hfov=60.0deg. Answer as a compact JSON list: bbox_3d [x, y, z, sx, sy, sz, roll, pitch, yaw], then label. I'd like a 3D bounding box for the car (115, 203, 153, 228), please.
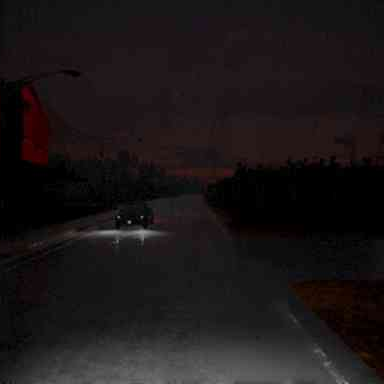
[{"bbox_3d":[-3.561,1.431,21.282,1.812,1.442,4.674,0,0,0],"label":"car"}]
